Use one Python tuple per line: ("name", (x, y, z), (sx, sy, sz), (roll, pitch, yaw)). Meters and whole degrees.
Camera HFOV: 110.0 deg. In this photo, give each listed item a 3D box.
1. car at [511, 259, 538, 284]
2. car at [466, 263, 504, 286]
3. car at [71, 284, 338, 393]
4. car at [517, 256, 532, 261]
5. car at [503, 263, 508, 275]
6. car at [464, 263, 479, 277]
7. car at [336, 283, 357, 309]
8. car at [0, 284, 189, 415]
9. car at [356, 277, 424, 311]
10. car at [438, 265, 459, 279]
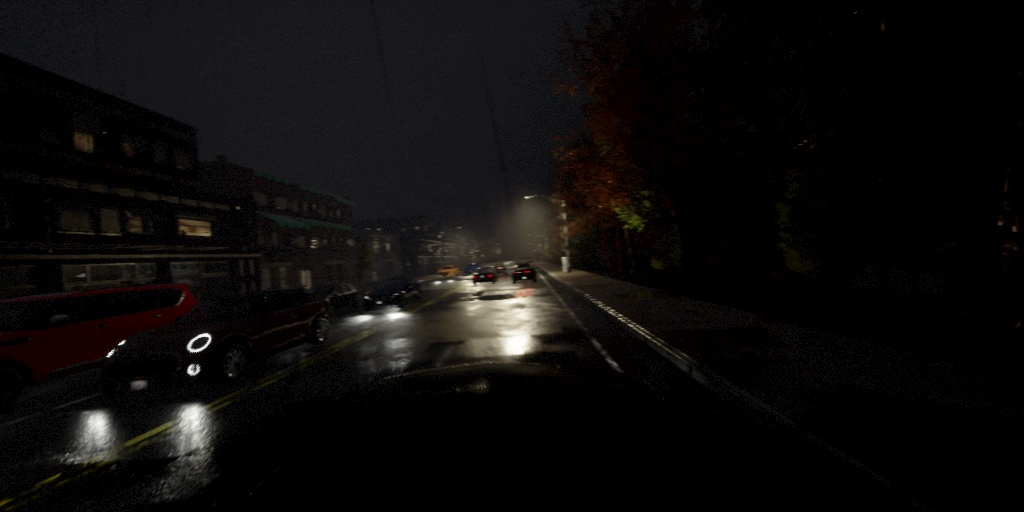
("car", (0.989, 1.339, 28.696), (1.837, 1.490, 4.892), (-5, 0, 3))
("car", (-2.178, 1.642, 30.228), (2.033, 1.411, 5.357), (-5, 0, 3))
("car", (-6.422, 1.652, 8.457), (2.097, 1.767, 4.553), (-5, 0, 2))
("car", (1.530, 1.095, 42.455), (2.150, 2.045, 5.566), (-5, 0, 3))
("car", (-1.576, 1.628, 44.896), (2.128, 1.511, 4.902), (-5, 0, 3))
("car", (-4.869, 1.685, 45.568), (1.882, 1.535, 5.008), (-5, 0, 2))
("car", (-9.259, 2.133, 18.157), (2.033, 1.411, 5.357), (-5, 0, 3))
("car", (-9.709, 1.779, 7.731), (2.150, 2.045, 5.566), (-5, 0, 2))
("car", (-5.993, 1.855, 18.724), (1.812, 1.442, 4.674), (-5, 0, 2))
("car", (-8.106, 1.944, 45.695), (1.882, 1.535, 5.008), (-5, 0, 2))
